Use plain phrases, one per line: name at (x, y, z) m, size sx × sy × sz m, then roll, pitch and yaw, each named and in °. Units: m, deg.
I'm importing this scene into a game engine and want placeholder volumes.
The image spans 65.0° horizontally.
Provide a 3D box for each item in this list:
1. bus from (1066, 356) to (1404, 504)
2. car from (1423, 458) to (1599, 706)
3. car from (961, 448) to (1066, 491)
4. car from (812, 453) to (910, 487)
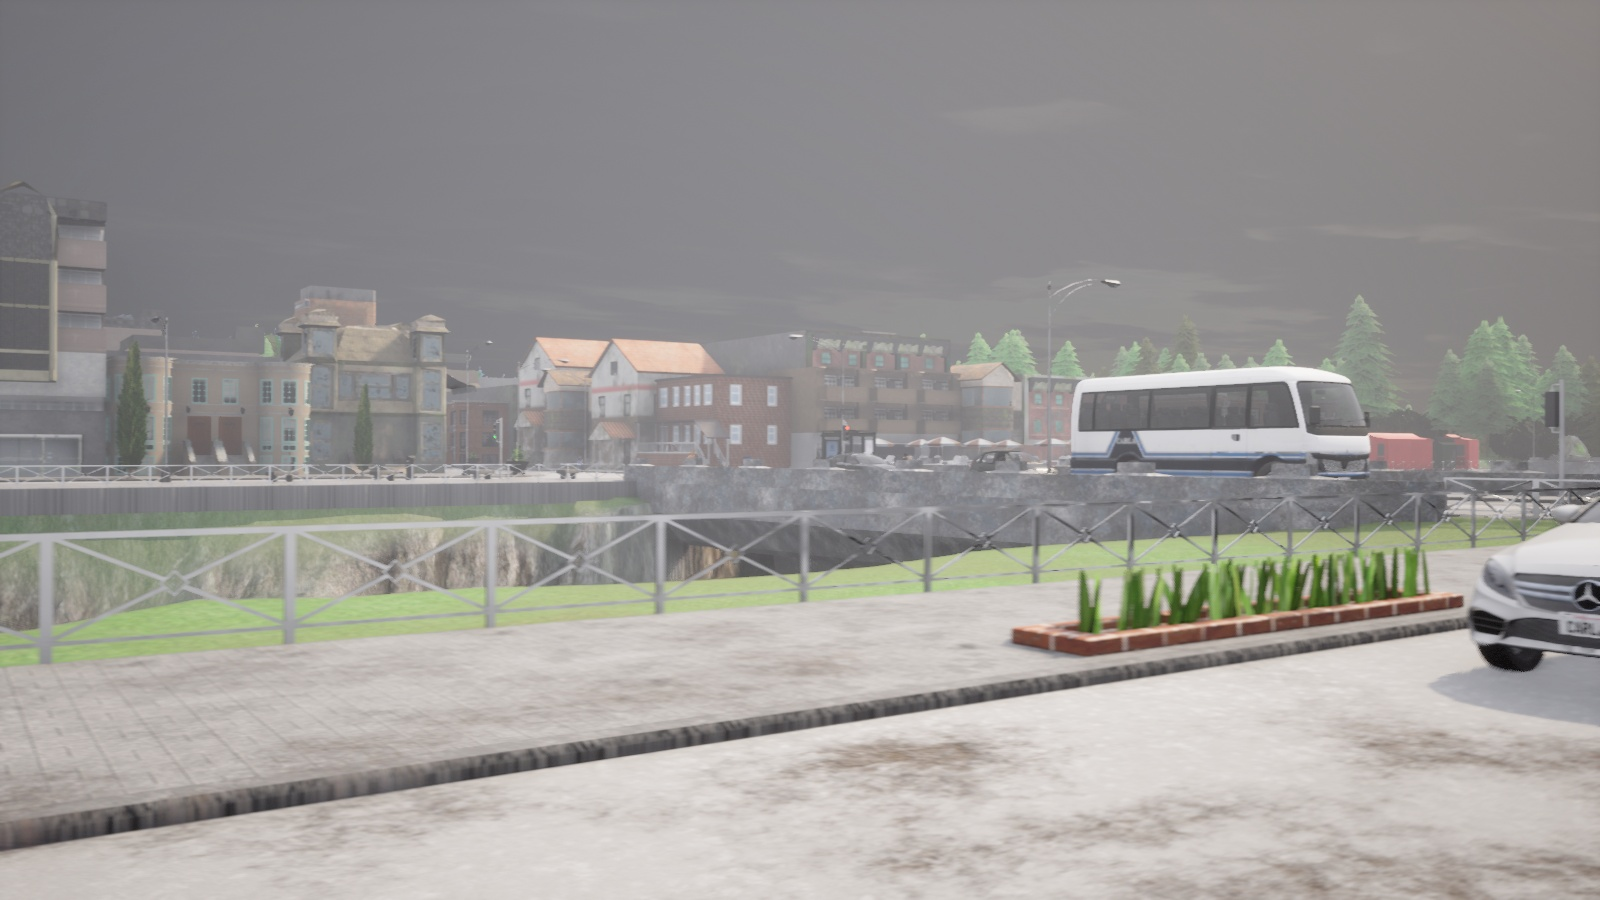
bus at (13.895, -0.560, 41.369) m, size 3.944 × 4.253 × 10.273 m, roll 0°, pitch 0°, yaw -33°
car at (6.513, 0.778, 8.801) m, size 4.674 × 1.442 × 1.812 m, roll 0°, pitch 0°, yaw -35°
car at (8.332, 0.746, 49.301) m, size 1.851 × 1.617 × 3.988 m, roll 0°, pitch 0°, yaw -33°
car at (2.724, 0.884, 57.210) m, size 1.837 × 1.490 × 4.892 m, roll 0°, pitch 0°, yaw -36°
